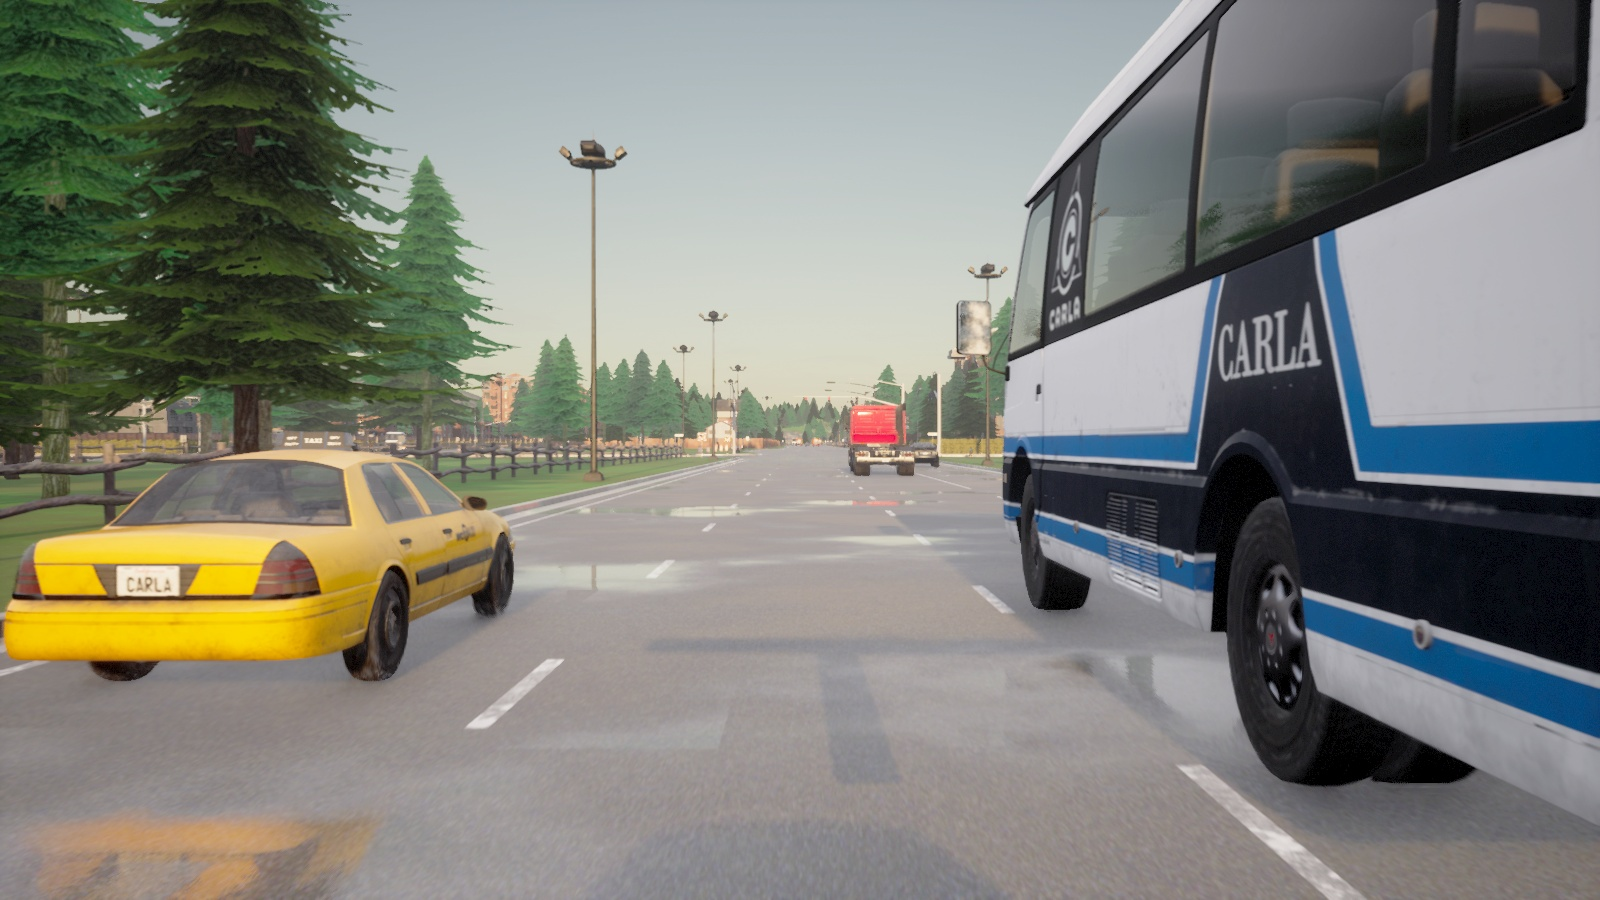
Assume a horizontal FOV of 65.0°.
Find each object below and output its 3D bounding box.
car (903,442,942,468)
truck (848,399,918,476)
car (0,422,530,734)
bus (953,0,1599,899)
[{"bbox_3d":[7.455,0.266,76.902,2.007,1.525,4.514,0,0,0],"label":"car"},{"bbox_3d":[3.861,-0.572,60.353,2.891,3.462,7.936,0,0,0],"label":"truck"},{"bbox_3d":[-3.433,0.632,9.038,1.801,1.575,5.366,0,0,0],"label":"car"},{"bbox_3d":[3.563,-0.673,8.144,3.944,4.253,10.273,0,0,0],"label":"bus"}]
